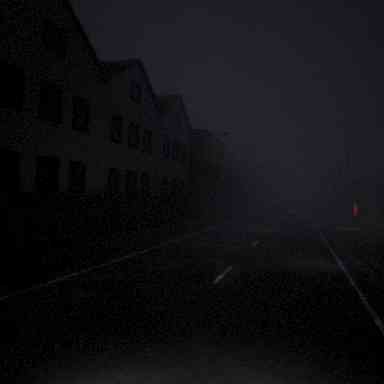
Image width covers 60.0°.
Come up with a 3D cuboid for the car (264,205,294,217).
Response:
[{"bbox_3d":[11.658,2.498,44.699,2.033,1.411,5.357,4,-1,-14],"label":"car"}]
